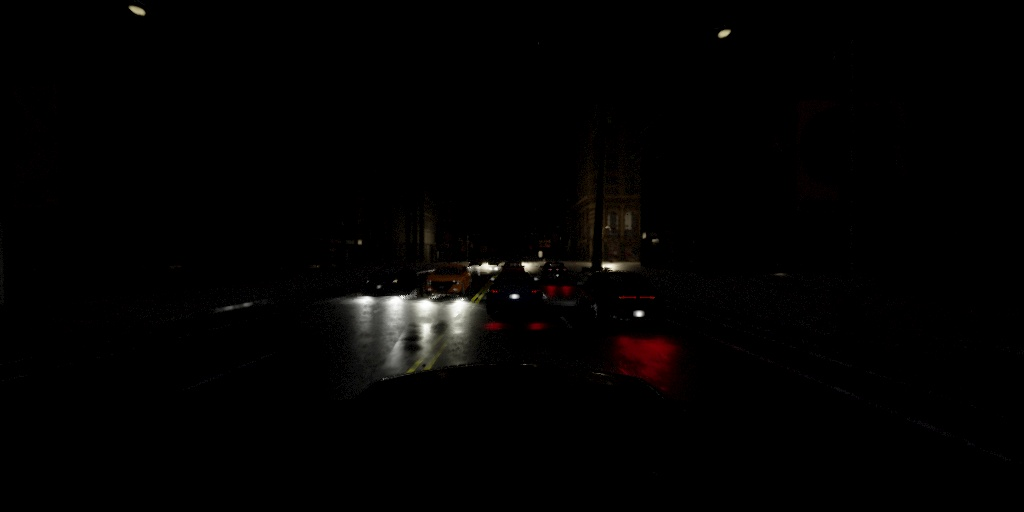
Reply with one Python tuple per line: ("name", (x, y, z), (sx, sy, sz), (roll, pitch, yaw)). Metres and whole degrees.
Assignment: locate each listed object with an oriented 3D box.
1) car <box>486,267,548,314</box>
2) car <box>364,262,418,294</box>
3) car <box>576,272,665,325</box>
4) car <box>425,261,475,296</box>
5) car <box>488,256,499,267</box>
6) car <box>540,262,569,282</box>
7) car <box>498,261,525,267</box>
("car", (0.089, 1.302, 13.798), (1.994, 1.385, 4.181), (0, 0, 0))
("car", (-6.607, 1.256, 20.137), (1.812, 1.442, 4.674), (0, 0, 0))
("car", (3.337, 1.246, 11.818), (1.837, 1.490, 4.892), (0, 0, 0))
("car", (-3.355, 1.209, 19.566), (1.882, 1.535, 5.008), (0, 0, 0))
("car", (-3.268, 1.178, 65.263), (2.128, 1.511, 4.902), (0, 0, 0))
("car", (3.336, 1.210, 28.635), (2.128, 1.511, 4.902), (0, 0, 0))
("car", (0.087, 1.194, 30.271), (1.882, 1.535, 5.008), (0, 0, 0))
